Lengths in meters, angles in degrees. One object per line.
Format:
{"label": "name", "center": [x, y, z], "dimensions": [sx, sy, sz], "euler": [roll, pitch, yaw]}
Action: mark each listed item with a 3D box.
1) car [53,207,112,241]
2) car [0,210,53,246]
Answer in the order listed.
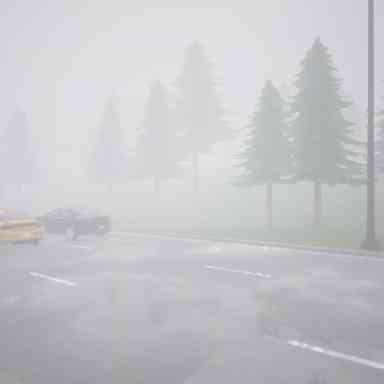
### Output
{"label": "car", "center": [-6.236, 1.482, 16.916], "dimensions": [5.008, 1.535, 1.882], "euler": [0, 0, 36]}
{"label": "car", "center": [-8.269, 1.482, 14.066], "dimensions": [5.008, 1.535, 1.882], "euler": [0, 0, 36]}
